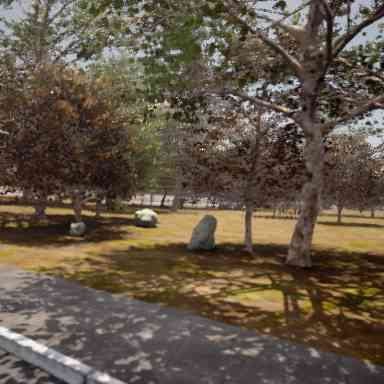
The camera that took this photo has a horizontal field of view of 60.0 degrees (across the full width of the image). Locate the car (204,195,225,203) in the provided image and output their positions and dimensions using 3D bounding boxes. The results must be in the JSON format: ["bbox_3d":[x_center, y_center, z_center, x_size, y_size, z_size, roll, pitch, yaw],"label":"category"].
[{"bbox_3d":[5.631,1.762,90.285,2.435,2.045,5.566,6,1,43],"label":"car"}]
